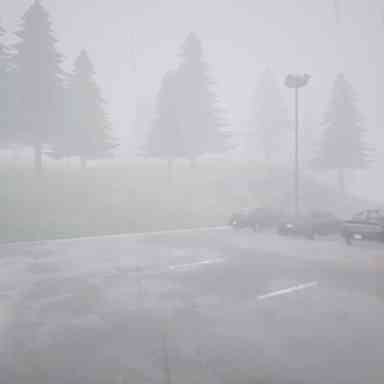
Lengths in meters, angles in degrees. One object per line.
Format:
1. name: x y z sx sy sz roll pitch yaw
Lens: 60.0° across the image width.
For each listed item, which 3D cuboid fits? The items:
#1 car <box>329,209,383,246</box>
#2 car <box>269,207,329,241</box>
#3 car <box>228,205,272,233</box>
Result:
1. car: 8.285 1.492 14.078 4.902 1.511 2.128 0 0 -35
2. car: 6.253 1.569 16.928 4.181 1.385 1.994 0 0 -35
3. car: 4.220 1.530 19.777 4.674 1.442 1.812 0 0 -35
